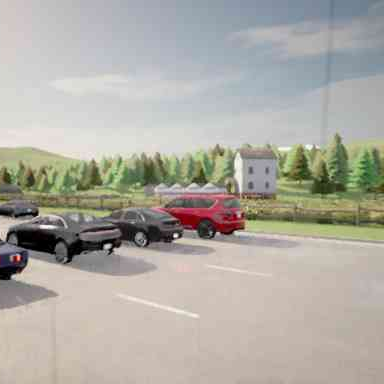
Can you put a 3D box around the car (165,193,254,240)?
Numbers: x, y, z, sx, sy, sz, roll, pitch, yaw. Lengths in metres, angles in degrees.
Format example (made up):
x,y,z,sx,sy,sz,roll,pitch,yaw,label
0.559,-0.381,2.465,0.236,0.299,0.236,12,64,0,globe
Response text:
x,y,z,sx,sy,sz,roll,pitch,yaw,label
-0.007,1.161,16.891,5.566,2.045,2.150,1,0,36,car

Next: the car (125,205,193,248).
x,y,z,sx,sy,sz,roll,pitch,yaw,label
-2.604,1.439,14.445,4.892,1.490,1.837,1,0,35,car

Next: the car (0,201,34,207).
x,y,z,sx,sy,sz,roll,pitch,yaw,label
-14.311,1.389,27.091,4.181,1.385,1.994,0,0,35,car

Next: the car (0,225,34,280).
x,y,z,sx,sy,sz,roll,pitch,yaw,label
-6.251,1.537,8.448,4.718,1.301,1.895,0,0,35,car

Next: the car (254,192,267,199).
x,y,z,sx,sy,sz,roll,pitch,yaw,label
14.136,1.018,73.167,4.605,1.855,1.932,0,0,35,car

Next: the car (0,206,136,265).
x,y,z,sx,sy,sz,roll,pitch,yaw,label
-4.541,1.426,11.528,4.902,1.511,2.128,0,0,35,car
